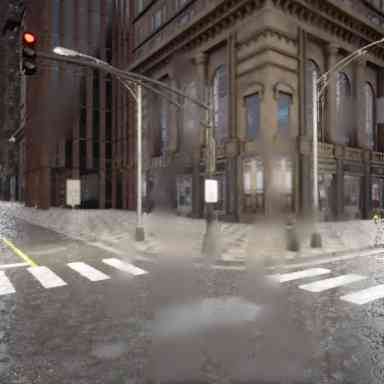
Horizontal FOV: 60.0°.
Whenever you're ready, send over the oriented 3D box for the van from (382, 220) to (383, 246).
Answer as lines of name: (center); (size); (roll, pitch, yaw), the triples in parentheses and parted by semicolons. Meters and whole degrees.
van: (9.178, 1.526, 13.212); (3.998, 1.788, 1.690); (1, -1, -35)
